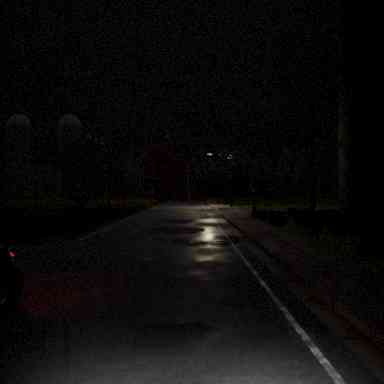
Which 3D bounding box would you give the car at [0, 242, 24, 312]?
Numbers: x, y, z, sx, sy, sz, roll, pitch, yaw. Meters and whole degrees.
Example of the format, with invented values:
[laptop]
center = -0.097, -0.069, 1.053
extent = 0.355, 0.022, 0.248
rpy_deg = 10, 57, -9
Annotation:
[car]
center = -5.438, 1.342, 5.492
extent = 2.097, 1.767, 4.553
rpy_deg = 0, 0, 43
